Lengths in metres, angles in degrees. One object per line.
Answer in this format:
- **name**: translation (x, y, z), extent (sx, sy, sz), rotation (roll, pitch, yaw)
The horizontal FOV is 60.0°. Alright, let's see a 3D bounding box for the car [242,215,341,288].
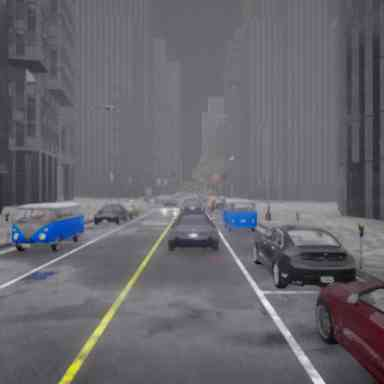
- **car**: translation (2.762, 1.550, 8.986), extent (2.008, 1.369, 4.403), rotation (0, 0, 0)

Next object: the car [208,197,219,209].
- **car**: translation (3.138, 1.532, 39.325), extent (1.812, 1.442, 4.674), rotation (0, 0, 0)

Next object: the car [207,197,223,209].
- **car**: translation (3.127, 1.486, 46.325), extent (1.882, 1.535, 5.008), rotation (0, 0, 0)

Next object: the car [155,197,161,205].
- **car**: translation (-5.778, 1.570, 61.031), extent (2.008, 1.369, 4.403), rotation (0, 0, 0)

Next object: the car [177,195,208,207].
- **car**: translation (0.062, 1.353, 28.666), extent (2.097, 1.767, 4.553), rotation (0, 0, 0)

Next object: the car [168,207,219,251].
- **car**: translation (0.069, 1.564, 14.206), extent (1.994, 1.385, 4.181), rotation (0, 0, 0)

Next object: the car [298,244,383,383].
- **car**: translation (2.763, 1.582, 3.573), extent (1.802, 1.307, 4.206), rotation (0, 0, 0)

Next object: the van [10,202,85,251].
- **van**: translation (-5.764, 1.341, 13.669), extent (1.690, 1.788, 3.998), rotation (0, 0, 0)

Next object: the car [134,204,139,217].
- **car**: translation (-5.769, 1.528, 29.366), extent (1.752, 1.417, 4.829), rotation (0, 0, 0)

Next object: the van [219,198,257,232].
- **van**: translation (2.759, 1.342, 19.812), extent (1.690, 1.788, 3.998), rotation (0, 0, 0)

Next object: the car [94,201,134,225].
- **car**: translation (-5.767, 1.568, 24.246), extent (1.947, 1.339, 4.313), rotation (0, 0, 0)

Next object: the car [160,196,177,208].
- **car**: translation (-3.099, 1.612, 48.676), extent (1.895, 1.301, 4.718), rotation (0, 0, 0)
